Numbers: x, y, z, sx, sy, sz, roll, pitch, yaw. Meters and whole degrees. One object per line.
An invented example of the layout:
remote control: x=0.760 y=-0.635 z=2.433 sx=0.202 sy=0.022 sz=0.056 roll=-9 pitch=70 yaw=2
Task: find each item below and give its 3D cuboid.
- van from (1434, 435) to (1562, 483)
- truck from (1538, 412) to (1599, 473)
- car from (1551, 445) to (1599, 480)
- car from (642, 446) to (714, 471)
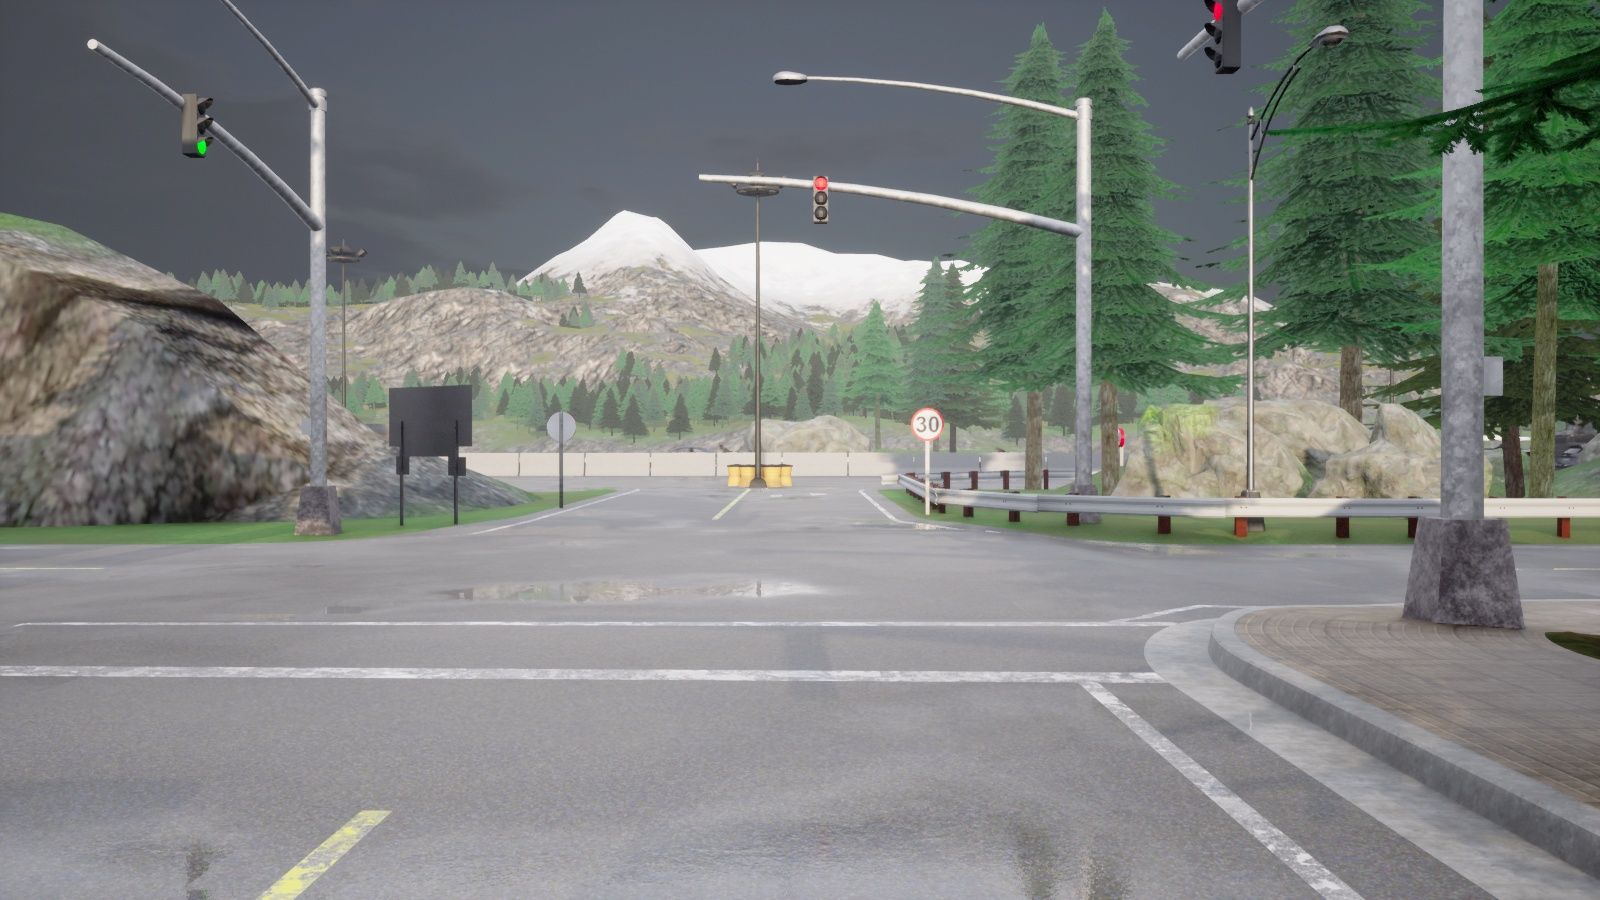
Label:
van: x=30.731 y=0.377 z=55.394 sx=4.480 sy=2.038 sz=2.069 roll=0 pitch=1 yaw=-2
truck: x=47.608 y=-0.412 z=72.837 sx=7.936 sy=3.462 sz=2.891 roll=0 pitch=0 yaw=0
car: x=38.281 y=0.571 z=58.910 sx=4.856 sy=1.649 sz=2.033 roll=0 pitch=0 yaw=0
car: x=-7.433 y=0.517 z=76.735 sx=4.193 sy=1.474 sz=1.816 roll=0 pitch=0 yaw=0
